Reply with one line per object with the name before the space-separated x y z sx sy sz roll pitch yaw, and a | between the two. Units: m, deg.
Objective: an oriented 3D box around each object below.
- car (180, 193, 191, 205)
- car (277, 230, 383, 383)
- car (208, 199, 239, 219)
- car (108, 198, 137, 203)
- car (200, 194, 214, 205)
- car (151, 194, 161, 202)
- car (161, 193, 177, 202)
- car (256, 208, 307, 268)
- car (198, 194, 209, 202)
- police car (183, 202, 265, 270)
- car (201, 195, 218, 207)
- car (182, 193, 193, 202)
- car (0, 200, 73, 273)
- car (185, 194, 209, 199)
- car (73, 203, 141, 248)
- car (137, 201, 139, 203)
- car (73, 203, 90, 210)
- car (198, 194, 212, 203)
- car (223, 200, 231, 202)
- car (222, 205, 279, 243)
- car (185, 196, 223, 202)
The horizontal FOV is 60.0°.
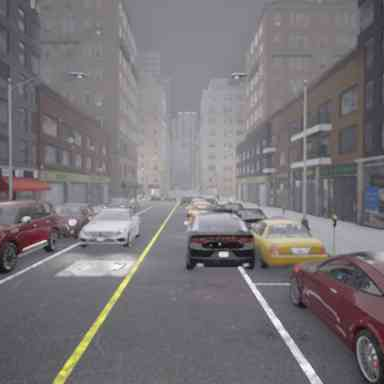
car | -0.628 1.085 47.456 1.837 1.490 4.892 0 0 0
car | 2.790 1.538 4.968 1.802 1.307 4.206 -1 1 -1
car | 2.494 1.313 27.308 2.008 1.369 4.403 -1 1 -1
car | -6.044 1.203 27.192 1.967 1.590 4.097 -1 1 -1
car | 2.197 1.083 49.819 1.752 1.417 4.829 -1 1 -1
car | -6.492 1.001 60.704 1.887 1.381 4.507 -1 1 -1
car | -3.788 0.881 58.640 2.097 1.767 4.553 0 1 -1
car | 2.713 1.432 10.723 1.752 1.417 4.829 -1 1 -1
car | 2.052 1.037 60.820 1.802 1.307 4.206 -1 1 -1
police car | 0.753 1.331 10.863 1.930 1.638 5.238 0 0 -1
car | 2.273 1.162 44.064 2.008 1.369 4.403 -1 1 -1
car | -0.825 0.927 61.383 1.882 1.535 5.008 0 1 -1
car | -5.820 1.224 10.437 2.192 1.841 5.009 -1 1 -1
car | 0.537 1.221 26.942 1.801 1.575 5.366 0 1 -1
car | -3.292 1.402 14.204 1.812 1.442 4.674 0 0 -1
car | -6.117 1.296 32.779 1.802 1.307 4.206 -1 1 -1
car | -5.894 1.301 16.023 1.967 1.590 4.097 -1 1 -1
car | 2.126 1.073 55.235 1.947 1.339 4.313 -1 1 -1
car | 2.568 1.377 21.723 1.947 1.339 4.313 -1 1 -1
car | 2.642 1.425 16.138 1.947 1.339 4.313 -1 1 -1
car | 0.618 1.273 20.941 1.801 1.575 5.366 0 1 -1
